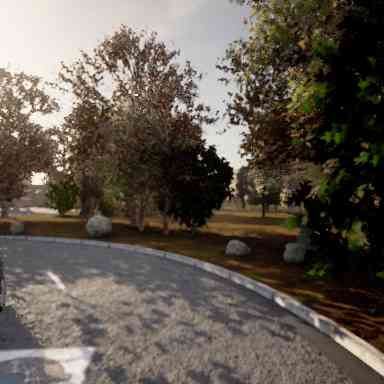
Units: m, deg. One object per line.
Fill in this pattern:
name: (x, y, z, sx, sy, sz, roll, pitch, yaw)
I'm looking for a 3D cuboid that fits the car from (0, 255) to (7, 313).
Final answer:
car: (-4.010, 1.397, 4.506, 2.097, 1.767, 4.553, 0, 0, -20)
